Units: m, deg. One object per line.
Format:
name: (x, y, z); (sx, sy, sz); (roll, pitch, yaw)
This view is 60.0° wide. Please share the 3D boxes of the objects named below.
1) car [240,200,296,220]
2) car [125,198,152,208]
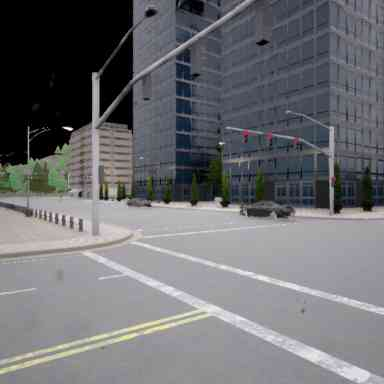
car: (6.143, 1.448, 27.448); (1.837, 1.490, 4.892); (-3, 2, -40)
car: (-7.661, 1.492, 47.236); (2.033, 1.411, 5.357); (0, 0, -35)
